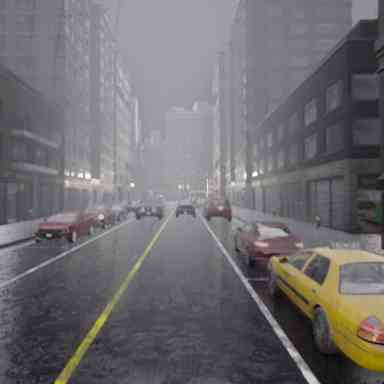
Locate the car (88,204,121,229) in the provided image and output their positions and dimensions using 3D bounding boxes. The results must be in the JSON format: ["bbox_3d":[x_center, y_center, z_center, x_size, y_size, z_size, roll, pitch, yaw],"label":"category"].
[{"bbox_3d":[-6.293,1.531,21.993,1.967,1.590,4.097,1,0,-1],"label":"car"}]

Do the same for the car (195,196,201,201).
[{"bbox_3d":[1.641,1.717,49.742,1.752,1.417,4.829,0,0,-1],"label":"car"}]

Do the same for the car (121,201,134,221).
[{"bbox_3d":[-6.411,1.664,27.473,2.008,1.369,4.403,1,0,-1],"label":"car"}]

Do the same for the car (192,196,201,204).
[{"bbox_3d":[1.062,1.817,76.980,1.967,1.590,4.097,0,0,-1],"label":"car"}]

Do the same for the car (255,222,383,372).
[{"bbox_3d":[2.575,1.531,5.894,1.752,1.417,4.829,1,0,-1],"label":"car"}]

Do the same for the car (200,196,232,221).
[{"bbox_3d":[2.114,1.398,27.650,2.192,1.841,5.009,1,0,-1],"label":"car"}]

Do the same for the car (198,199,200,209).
[{"bbox_3d":[1.995,1.658,33.129,2.008,1.369,4.403,1,0,-1],"label":"car"}]

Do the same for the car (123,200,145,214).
[{"bbox_3d":[-6.644,1.707,38.433,1.887,1.381,4.507,1,0,-1],"label":"car"}]

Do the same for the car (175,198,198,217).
[{"bbox_3d":[-0.605,1.619,32.381,1.837,1.490,4.892,0,0,-1],"label":"car"}]

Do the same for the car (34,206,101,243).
[{"bbox_3d":[-6.177,1.615,16.511,1.887,1.381,4.507,1,0,-1],"label":"car"}]

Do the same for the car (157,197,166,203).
[{"bbox_3d":[-7.579,1.993,82.280,1.887,1.381,4.507,0,0,-1],"label":"car"}]

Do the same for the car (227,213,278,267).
[{"bbox_3d":[2.462,1.603,11.204,1.802,1.307,4.206,1,0,-1],"label":"car"}]

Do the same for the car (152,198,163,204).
[{"bbox_3d":[-7.346,1.934,71.318,1.947,1.339,4.313,0,0,-1],"label":"car"}]

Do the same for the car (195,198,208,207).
[{"bbox_3d":[1.527,1.775,55.054,2.008,1.369,4.403,0,0,-1],"label":"car"}]

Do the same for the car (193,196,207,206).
[{"bbox_3d":[1.412,1.575,60.536,2.192,1.841,5.009,0,0,-1],"label":"car"}]

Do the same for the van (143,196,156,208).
[{"bbox_3d":[-6.994,1.596,54.877,1.690,1.788,3.998,0,0,-1],"label":"van"}]

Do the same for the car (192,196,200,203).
[{"bbox_3d":[0.945,1.857,82.461,1.967,1.590,4.097,0,0,-1],"label":"car"}]

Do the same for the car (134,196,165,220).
[{"bbox_3d":[-3.611,1.393,29.689,2.150,2.045,5.566,0,0,-1],"label":"car"}]

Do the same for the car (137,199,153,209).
[{"bbox_3d":[-6.874,1.746,49.224,1.752,1.417,4.829,0,0,-1],"label":"car"}]

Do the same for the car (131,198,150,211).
[{"bbox_3d":[-6.761,1.631,43.915,1.967,1.590,4.097,0,0,-1],"label":"car"}]

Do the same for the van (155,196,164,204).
[{"bbox_3d":[-7.461,1.749,76.800,1.690,1.788,3.998,0,0,-1],"label":"van"}]
